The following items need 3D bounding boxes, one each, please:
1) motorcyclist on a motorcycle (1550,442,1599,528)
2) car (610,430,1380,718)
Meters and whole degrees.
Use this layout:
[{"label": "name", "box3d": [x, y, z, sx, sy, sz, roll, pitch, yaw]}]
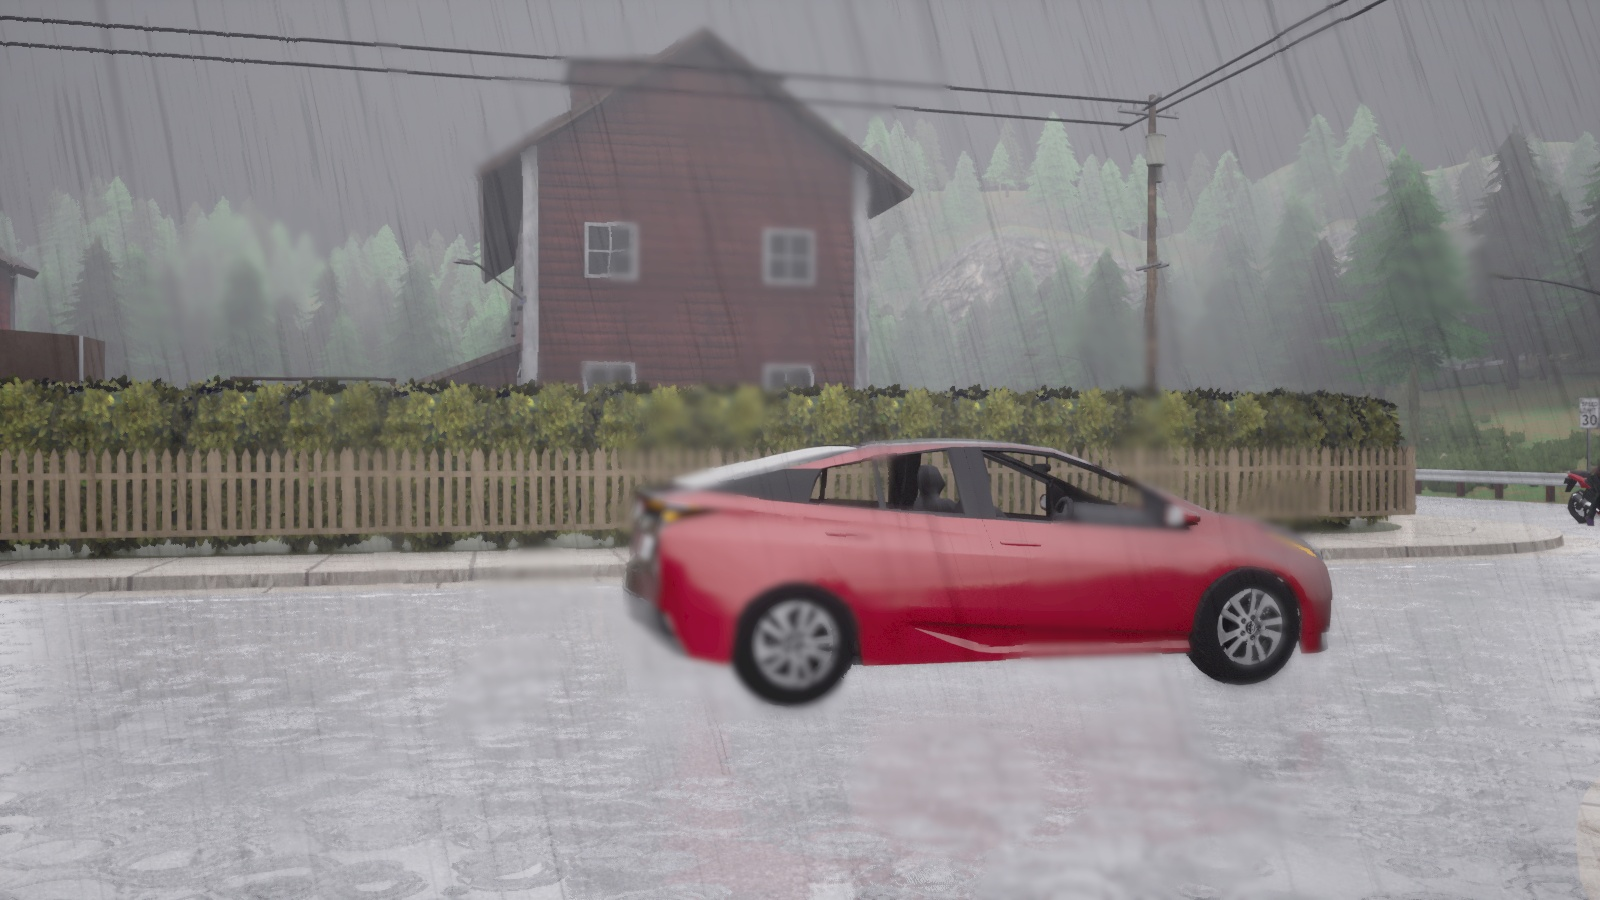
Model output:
[{"label": "motorcyclist on a motorcycle", "box3d": [14.482, 0.614, 22.301, 0.797, 1.523, 2.044, 0, 0, -13]}, {"label": "car", "box3d": [1.131, 0.648, 8.161, 4.514, 1.525, 2.007, 0, 0, -14]}]
